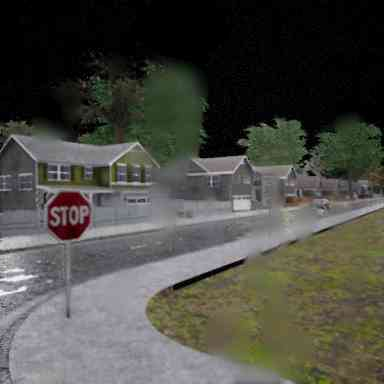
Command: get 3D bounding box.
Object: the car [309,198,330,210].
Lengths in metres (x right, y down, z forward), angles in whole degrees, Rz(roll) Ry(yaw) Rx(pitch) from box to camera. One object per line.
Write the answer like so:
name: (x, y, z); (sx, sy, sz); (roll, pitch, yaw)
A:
car: (17.181, 1.627, 44.605); (1.837, 1.490, 4.892); (-1, -1, 35)
